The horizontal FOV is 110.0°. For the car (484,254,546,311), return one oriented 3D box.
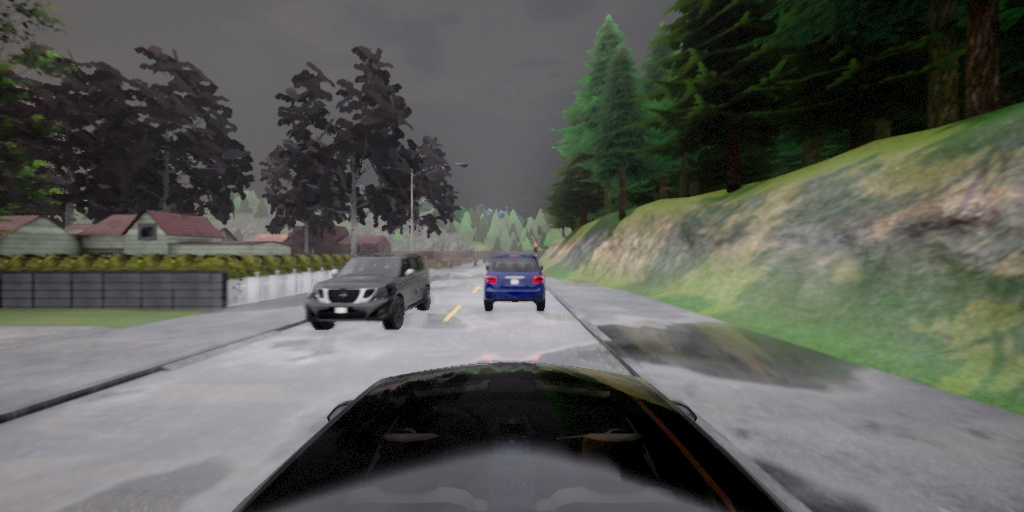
[{"bbox_3d":[0.097,0.927,14.309,2.150,2.045,5.566,0,0,0],"label":"car"}]

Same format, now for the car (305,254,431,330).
[{"bbox_3d":[-4.085,0.939,11.310,2.150,2.045,5.566,0,0,0],"label":"car"}]
